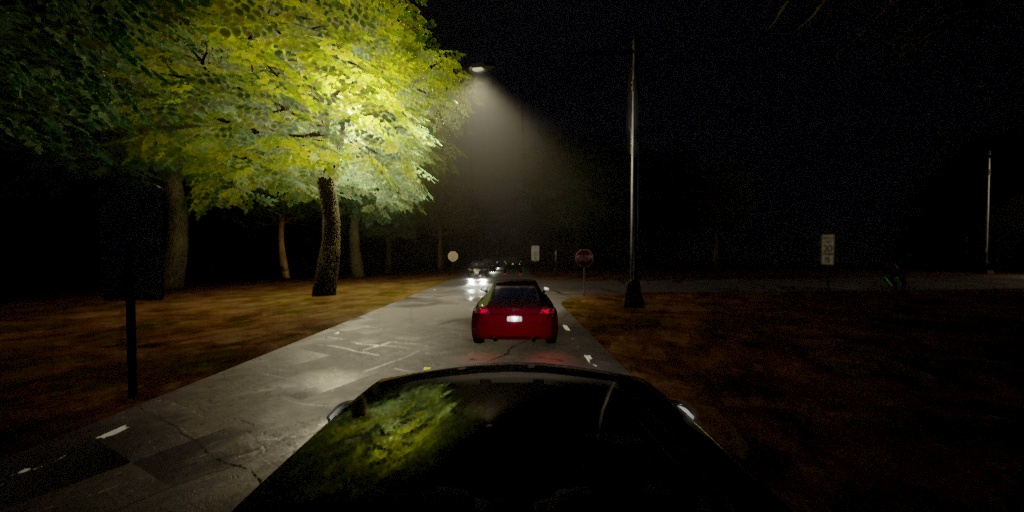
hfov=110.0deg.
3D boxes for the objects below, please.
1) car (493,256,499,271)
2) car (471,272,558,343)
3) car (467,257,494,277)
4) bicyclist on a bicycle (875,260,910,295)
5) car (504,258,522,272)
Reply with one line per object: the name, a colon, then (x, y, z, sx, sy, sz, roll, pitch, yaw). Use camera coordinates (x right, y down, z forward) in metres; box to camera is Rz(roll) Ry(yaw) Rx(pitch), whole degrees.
car: (-3.090, 1.111, 46.131, 1.882, 1.535, 5.008, 0, 0, 0)
car: (0.088, 1.306, 9.631, 1.994, 1.385, 4.181, 0, 0, 1)
car: (-3.098, 1.167, 33.828, 2.128, 1.511, 4.902, 0, 0, 0)
bicyclist on a bicycle: (18.546, 1.033, 17.518, 0.582, 1.620, 1.656, -1, 0, 0)
car: (0.101, 0.993, 44.644, 2.097, 1.767, 4.553, 0, 0, 0)
